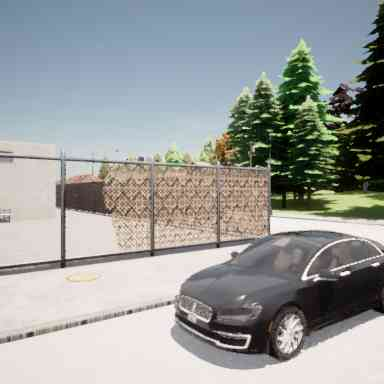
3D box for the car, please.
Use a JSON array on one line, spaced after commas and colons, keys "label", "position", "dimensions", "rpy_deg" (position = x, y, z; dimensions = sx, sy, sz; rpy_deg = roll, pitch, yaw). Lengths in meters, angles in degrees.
[{"label": "car", "position": [1.977, 1.505, 6.021], "dimensions": [4.892, 1.490, 1.837], "rpy_deg": [0, 0, -36]}]
